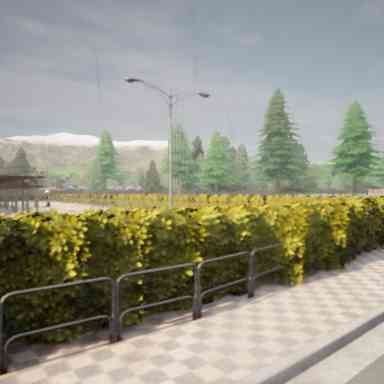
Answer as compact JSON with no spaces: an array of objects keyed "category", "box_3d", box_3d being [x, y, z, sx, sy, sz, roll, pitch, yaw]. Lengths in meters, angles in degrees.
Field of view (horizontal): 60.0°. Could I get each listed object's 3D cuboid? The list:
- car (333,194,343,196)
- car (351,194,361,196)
[{"category":"car","box_3d":[36.594,1.065,82.957,1.895,1.301,4.718,0,0,5]},{"category":"car","box_3d":[35.714,1.103,72.605,2.128,1.511,4.902,0,0,5]}]
